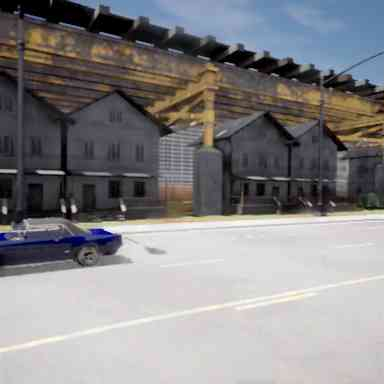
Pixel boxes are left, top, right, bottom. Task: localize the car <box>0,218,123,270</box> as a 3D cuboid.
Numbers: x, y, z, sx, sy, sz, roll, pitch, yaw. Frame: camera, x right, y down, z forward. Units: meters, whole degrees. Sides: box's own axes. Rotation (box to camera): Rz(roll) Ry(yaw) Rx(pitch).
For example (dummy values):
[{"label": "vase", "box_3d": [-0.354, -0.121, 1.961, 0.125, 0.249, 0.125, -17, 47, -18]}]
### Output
[{"label": "car", "box_3d": [-4.456, 1.413, 9.216, 4.718, 1.301, 1.895, 0, 1, -31]}]
